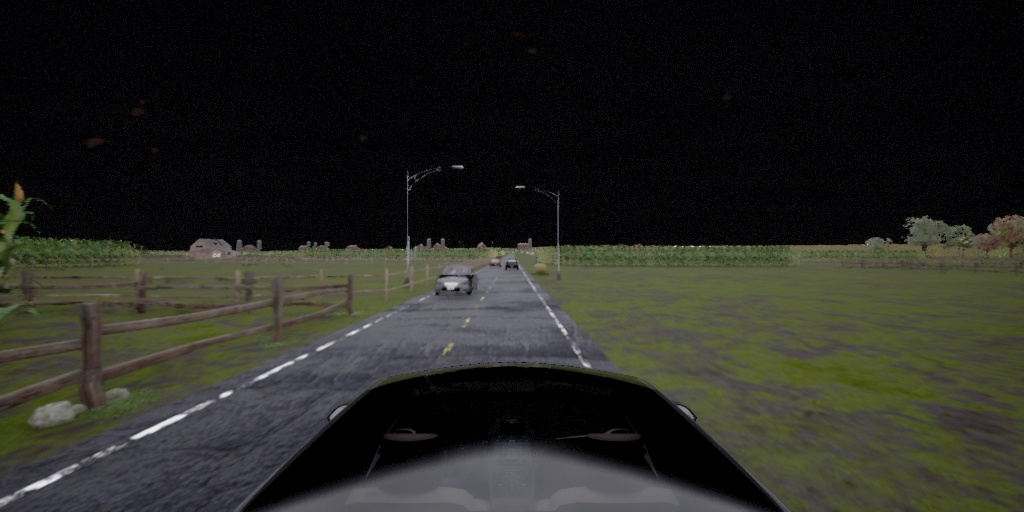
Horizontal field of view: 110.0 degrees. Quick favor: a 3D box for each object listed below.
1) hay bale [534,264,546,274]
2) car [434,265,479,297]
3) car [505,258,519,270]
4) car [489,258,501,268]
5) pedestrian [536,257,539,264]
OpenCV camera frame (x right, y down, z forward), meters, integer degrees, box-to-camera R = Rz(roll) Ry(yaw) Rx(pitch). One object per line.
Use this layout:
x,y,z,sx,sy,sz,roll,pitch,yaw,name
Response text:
3.119,1.365,39.632,1.220,1.180,1.240,0,0,0,hay bale
-2.851,1.230,19.174,2.128,1.511,4.902,0,0,0,car
0.004,1.169,49.596,1.882,1.535,5.008,0,0,1,car
-2.801,1.144,60.496,1.882,1.535,5.008,0,0,1,car
2.818,1.007,40.737,0.375,1.860,0.375,-1,1,-1,pedestrian
